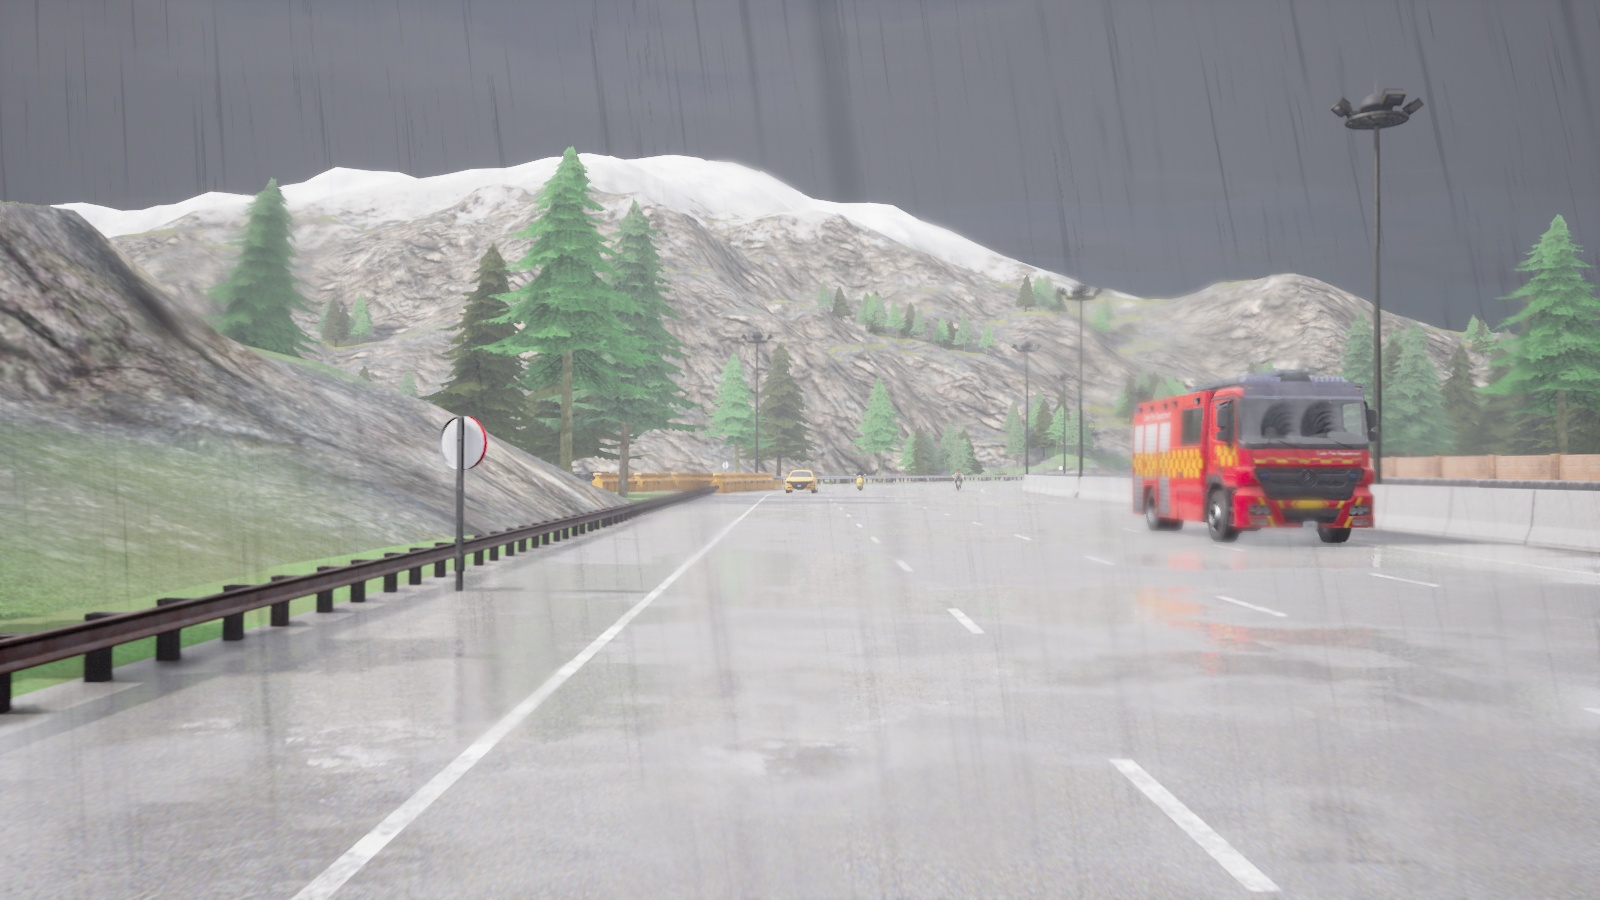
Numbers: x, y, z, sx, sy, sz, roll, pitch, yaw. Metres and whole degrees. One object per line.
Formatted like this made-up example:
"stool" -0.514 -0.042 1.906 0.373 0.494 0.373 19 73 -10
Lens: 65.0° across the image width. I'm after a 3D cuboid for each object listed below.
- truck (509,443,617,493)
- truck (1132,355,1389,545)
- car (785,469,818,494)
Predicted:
"truck" -17.079 1.280 91.005 2.891 3.462 7.936 -1 -1 35
"truck" 10.421 0.055 29.602 2.891 3.827 8.468 0 -1 0
"car" 0.129 2.028 81.591 1.882 1.535 5.008 0 -1 4
